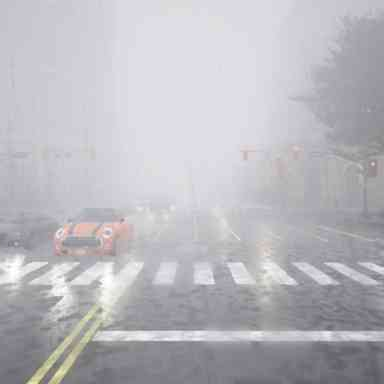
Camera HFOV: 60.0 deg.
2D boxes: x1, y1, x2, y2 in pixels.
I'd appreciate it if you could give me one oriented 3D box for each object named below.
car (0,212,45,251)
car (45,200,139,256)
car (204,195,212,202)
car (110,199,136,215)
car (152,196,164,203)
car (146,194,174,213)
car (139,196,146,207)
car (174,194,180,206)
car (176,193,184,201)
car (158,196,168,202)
[{"bbox_3d":[-7.097,1.564,14.057,1.994,1.385,4.181,0,0,0],"label":"car"},{"bbox_3d":[-3.598,1.352,12.958,2.097,1.767,4.553,0,0,0],"label":"car"},{"bbox_3d":[3.691,1.525,78.514,2.128,1.511,4.902,0,0,1],"label":"car"},{"bbox_3d":[-7.085,1.525,34.553,1.812,1.442,4.674,0,0,0],"label":"car"},{"bbox_3d":[-6.920,1.564,68.552,1.994,1.385,4.181,0,0,1],"label":"car"},{"bbox_3d":[-3.509,1.220,37.029,2.150,2.045,5.566,0,0,-1],"label":"car"},{"bbox_3d":[-7.084,1.352,51.770,2.097,1.767,4.553,0,0,0],"label":"car"},{"bbox_3d":[-3.579,1.491,54.375,2.128,1.511,4.902,0,0,0],"label":"car"},{"bbox_3d":[-3.407,1.546,69.285,2.033,1.411,5.357,0,0,1],"label":"car"},{"bbox_3d":[-6.802,1.595,79.326,1.895,1.301,4.718,0,0,1],"label":"car"}]
